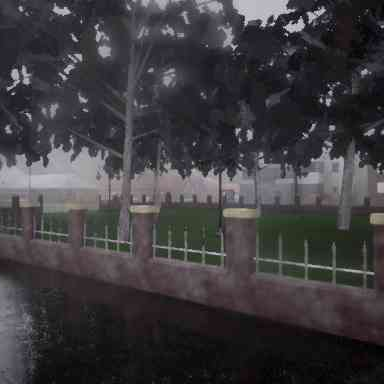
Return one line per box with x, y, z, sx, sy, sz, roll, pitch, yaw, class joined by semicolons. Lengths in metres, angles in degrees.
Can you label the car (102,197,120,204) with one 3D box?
-12.897;1.481;54.285;1.882;1.535;5.008;0;0;36;car
